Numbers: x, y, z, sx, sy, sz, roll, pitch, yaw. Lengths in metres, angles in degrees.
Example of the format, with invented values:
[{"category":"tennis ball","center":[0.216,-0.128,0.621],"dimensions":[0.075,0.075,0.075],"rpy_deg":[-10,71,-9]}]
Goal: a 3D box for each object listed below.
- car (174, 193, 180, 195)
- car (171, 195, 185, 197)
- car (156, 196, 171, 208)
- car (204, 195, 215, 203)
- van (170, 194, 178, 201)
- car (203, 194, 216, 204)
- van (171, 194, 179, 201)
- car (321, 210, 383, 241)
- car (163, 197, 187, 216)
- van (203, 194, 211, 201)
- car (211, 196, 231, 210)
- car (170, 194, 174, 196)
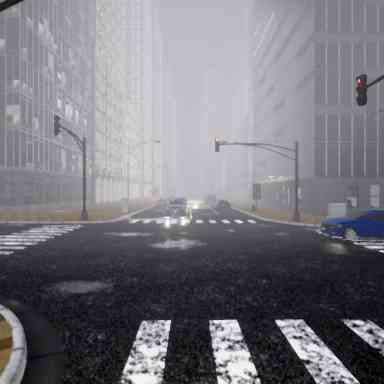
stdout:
[{"category":"car","center":[-1.715,1.484,56.704],"dimensions":[2.128,1.511,4.902],"rpy_deg":[0,0,0]},{"category":"car","center":[-1.637,1.532,43.511],"dimensions":[1.812,1.442,4.674],"rpy_deg":[0,0,0]},{"category":"car","center":[-4.133,1.585,47.308],"dimensions":[1.802,1.307,4.206],"rpy_deg":[0,0,0]},{"category":"car","center":[3.603,1.421,69.470],"dimensions":[1.967,1.590,4.097],"rpy_deg":[0,0,0]},{"category":"van","center":[-4.349,1.308,80.474],"dimensions":[1.690,1.788,3.998],"rpy_deg":[0,0,0]},{"category":"car","center":[3.639,1.303,63.942],"dimensions":[2.192,1.841,5.009],"rpy_deg":[0,0,0]},{"category":"van","center":[-4.385,1.302,86.001],"dimensions":[1.690,1.788,3.998],"rpy_deg":[0,0,0]},{"category":"car","center":[9.237,1.660,17.132],"dimensions":[5.008,1.535,1.882],"rpy_deg":[1,0,-3]},{"category":"car","center":[-1.571,1.538,33.059],"dimensions":[1.812,1.442,4.674],"rpy_deg":[0,0,0]},{"category":"van","center":[3.531,1.308,80.525],"dimensions":[1.690,1.788,3.998],"rpy_deg":[0,0,0]},{"category":"car","center":[3.832,1.572,41.834],"dimensions":[1.947,1.339,4.313],"rpy_deg":[0,0,0]},{"category":"car","center":[-4.241,1.554,63.891],"dimensions":[1.947,1.339,4.313],"rpy_deg":[0,0,0]}]
